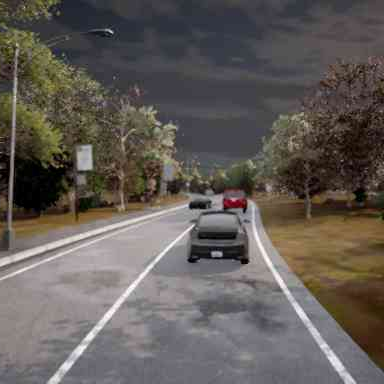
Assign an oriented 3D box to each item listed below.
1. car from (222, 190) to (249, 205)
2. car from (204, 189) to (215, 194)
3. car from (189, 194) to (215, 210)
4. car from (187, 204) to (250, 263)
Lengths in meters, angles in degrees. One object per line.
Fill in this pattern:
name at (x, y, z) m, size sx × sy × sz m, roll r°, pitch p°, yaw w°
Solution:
car at (4.127, 0.787, 31.553) m, size 2.150 × 2.045 × 5.566 m, roll 0°, pitch 1°, yaw 10°
car at (3.907, 0.207, 75.178) m, size 2.097 × 1.767 × 4.553 m, roll 0°, pitch 1°, yaw -3°
car at (0.905, 1.159, 34.583) m, size 1.895 × 1.301 × 4.718 m, roll 0°, pitch 1°, yaw 10°
car at (0.949, 1.402, 11.580) m, size 1.837 × 1.490 × 4.892 m, roll 0°, pitch 2°, yaw 6°
